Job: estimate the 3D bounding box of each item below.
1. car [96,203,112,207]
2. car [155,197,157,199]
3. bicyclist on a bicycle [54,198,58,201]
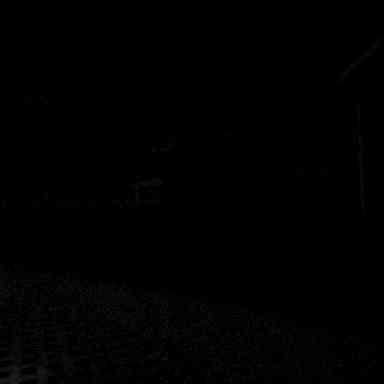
[{"bbox_3d":[-10.581,1.996,38.578,1.994,1.385,4.181,-2,-2,22],"label":"car"},{"bbox_3d":[-3.594,1.747,48.323,2.150,2.045,5.566,-2,-2,22],"label":"car"},{"bbox_3d":[-9.893,1.295,24.576,1.656,1.620,0.582,-3,-2,22],"label":"bicyclist on a bicycle"}]
